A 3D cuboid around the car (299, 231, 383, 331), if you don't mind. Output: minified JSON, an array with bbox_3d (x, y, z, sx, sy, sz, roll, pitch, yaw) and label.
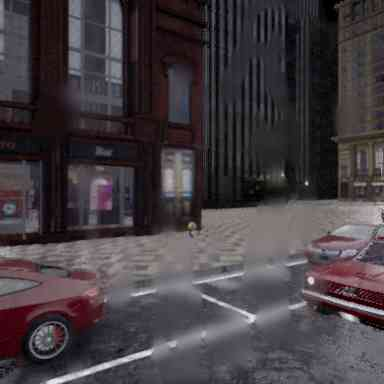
[{"bbox_3d":[4.205,1.610,6.377,4.718,1.301,1.895,0,0,-35],"label":"car"}]

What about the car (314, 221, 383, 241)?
[{"bbox_3d":[5.368,1.595,10.473,4.206,1.307,1.802,0,0,-35],"label":"car"}]

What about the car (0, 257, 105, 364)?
[{"bbox_3d":[-3.265,1.582,4.318,4.206,1.307,1.802,0,0,-35],"label":"car"}]
